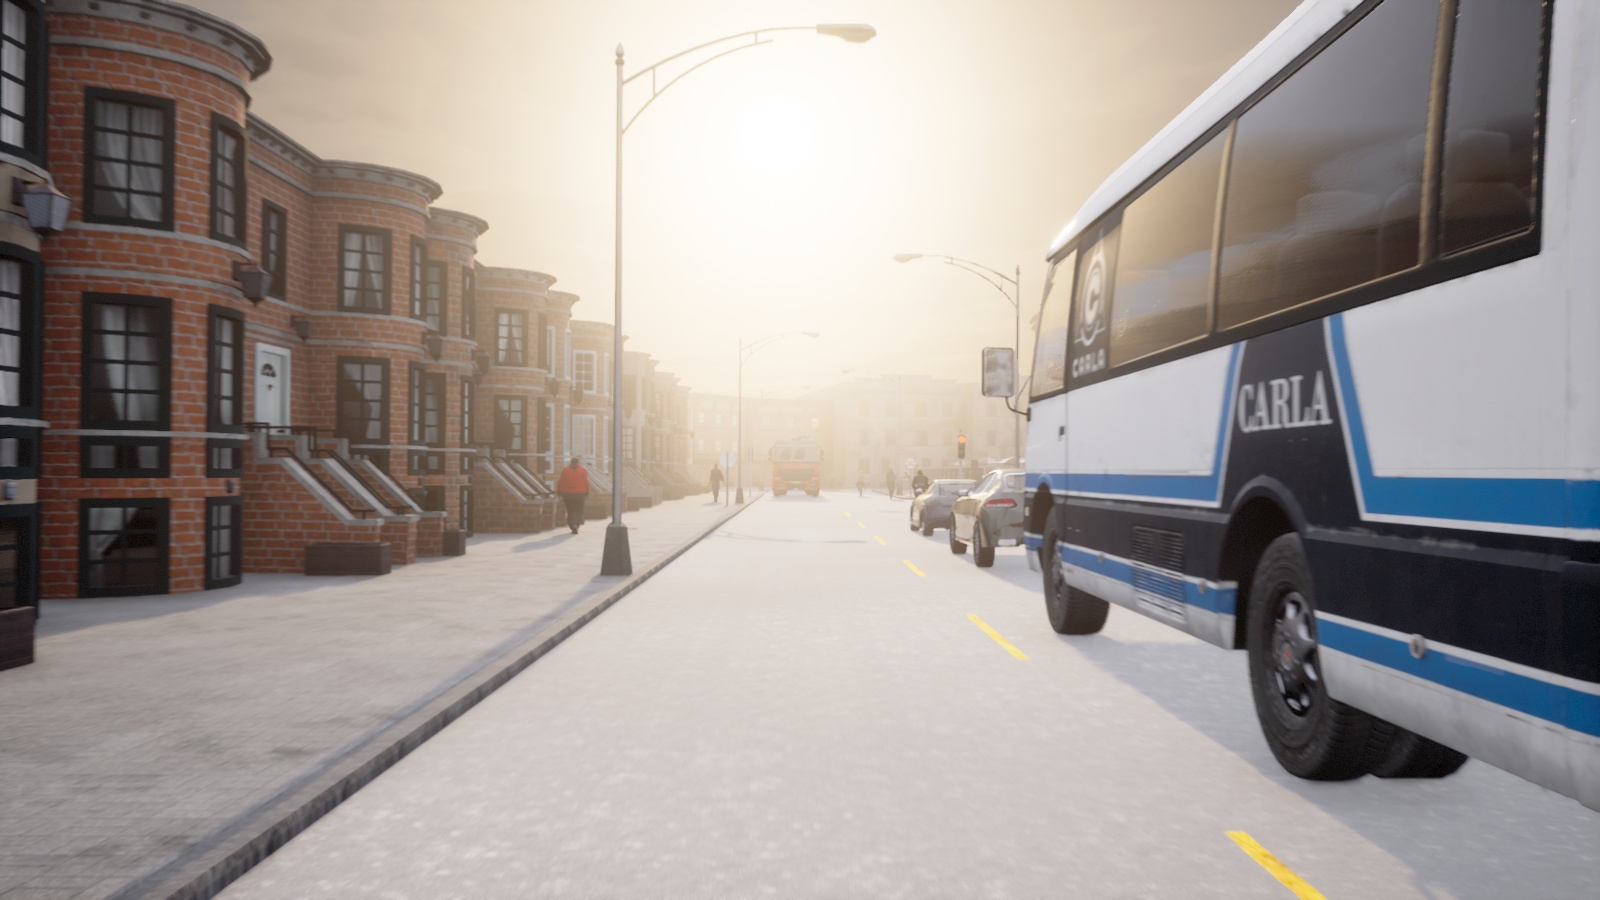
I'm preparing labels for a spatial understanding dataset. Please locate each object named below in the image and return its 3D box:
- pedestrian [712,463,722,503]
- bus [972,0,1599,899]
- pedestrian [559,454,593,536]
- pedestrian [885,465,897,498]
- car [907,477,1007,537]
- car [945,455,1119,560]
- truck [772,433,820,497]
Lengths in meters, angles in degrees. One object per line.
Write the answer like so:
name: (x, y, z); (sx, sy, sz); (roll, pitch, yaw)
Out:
pedestrian: (-3.866, 1.513, 58.196); (0.376, 1.854, 0.720); (0, -1, 3)
bus: (3.971, -0.423, 9.242); (3.944, 4.253, 10.273); (0, -1, 0)
pedestrian: (-5.154, 1.028, 28.896); (0.634, 1.844, 0.899); (0, -1, -1)
pedestrian: (5.110, 1.773, 70.560); (0.540, 1.848, 0.694); (0, -1, -3)
car: (3.921, 1.398, 31.997); (1.994, 1.385, 4.181); (0, -1, 0)
car: (3.943, 0.951, 22.313); (2.152, 1.651, 5.027); (0, -1, 0)
truck: (-0.224, 0.984, 79.692); (2.891, 3.827, 8.468); (0, -1, 0)
